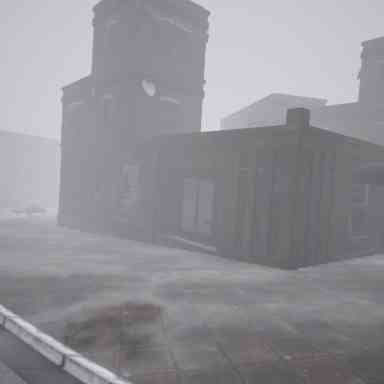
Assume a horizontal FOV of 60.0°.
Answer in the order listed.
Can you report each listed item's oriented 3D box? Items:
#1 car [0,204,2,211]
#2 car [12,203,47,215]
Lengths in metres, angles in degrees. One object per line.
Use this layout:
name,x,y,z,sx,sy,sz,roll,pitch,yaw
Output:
car,-23.520,1.721,37.647,2.128,1.511,4.902,4,-2,-1
car,-20.224,2.105,41.608,2.033,1.411,5.357,4,-2,3
